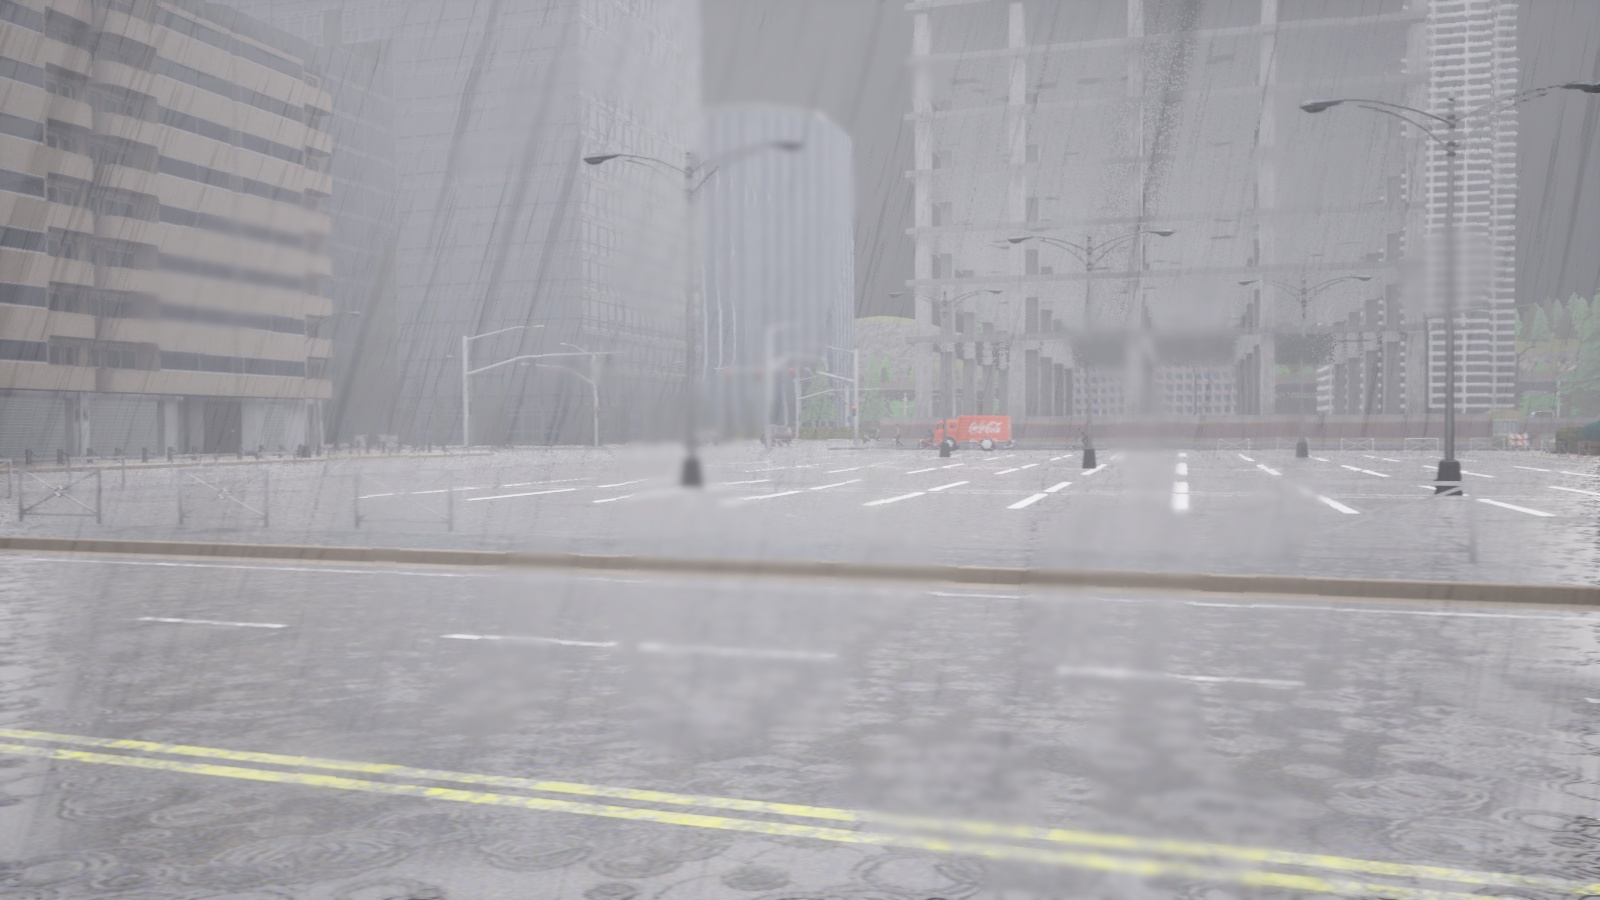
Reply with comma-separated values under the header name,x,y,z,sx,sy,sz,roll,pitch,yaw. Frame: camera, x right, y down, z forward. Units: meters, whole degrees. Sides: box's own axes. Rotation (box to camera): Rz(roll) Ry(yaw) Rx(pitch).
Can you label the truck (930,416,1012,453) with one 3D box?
name,x,y,z,sx,sy,sz,roll,pitch,yaw
truck,11.760,-1.053,86.295,5.204,2.467,2.627,0,1,17
